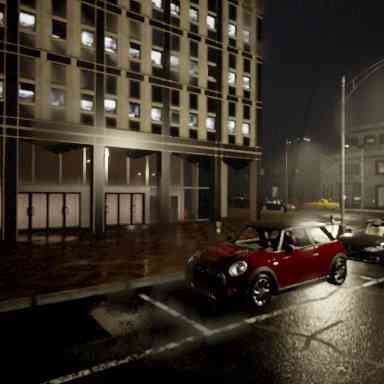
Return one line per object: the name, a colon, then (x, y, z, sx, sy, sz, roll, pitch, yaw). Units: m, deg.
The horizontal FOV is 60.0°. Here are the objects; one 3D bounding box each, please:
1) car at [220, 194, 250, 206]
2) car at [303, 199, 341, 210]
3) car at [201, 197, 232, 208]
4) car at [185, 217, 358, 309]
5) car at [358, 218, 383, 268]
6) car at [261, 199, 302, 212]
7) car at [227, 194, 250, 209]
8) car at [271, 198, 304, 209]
car: (7.186, 1.271, 56.143, 2.192, 1.841, 5.009, 1, 0, -35)
car: (16.522, 1.549, 42.610, 1.752, 1.417, 4.829, 1, 0, -35)
car: (3.430, 1.460, 46.827, 2.008, 1.369, 4.403, 1, 0, -35)
car: (1.813, 1.456, 7.846, 4.097, 1.590, 1.967, 0, 0, -35)
car: (6.447, 1.583, 11.152, 4.403, 1.369, 2.008, 0, 0, -35)
car: (9.720, 1.506, 37.712, 2.008, 1.369, 4.403, 1, 0, -35)
car: (6.578, 1.247, 42.270, 2.192, 1.841, 5.009, 1, 0, -35)
car: (13.473, 1.582, 47.028, 1.802, 1.307, 4.206, 1, 0, -35)
